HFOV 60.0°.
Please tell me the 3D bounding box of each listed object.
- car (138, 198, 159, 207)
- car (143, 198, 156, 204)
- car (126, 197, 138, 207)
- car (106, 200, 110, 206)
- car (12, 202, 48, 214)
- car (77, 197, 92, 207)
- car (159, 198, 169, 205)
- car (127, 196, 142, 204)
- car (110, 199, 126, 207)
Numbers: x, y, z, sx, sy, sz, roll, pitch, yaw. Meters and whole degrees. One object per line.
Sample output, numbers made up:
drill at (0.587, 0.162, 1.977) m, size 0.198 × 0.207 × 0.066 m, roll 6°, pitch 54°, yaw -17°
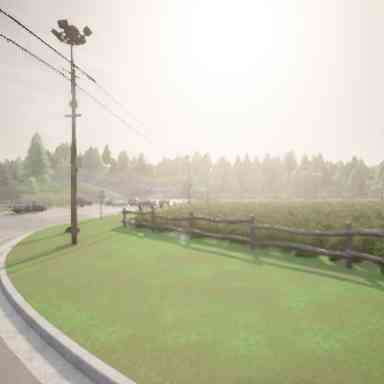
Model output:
car at (-8.084, 2.088, 62.508) m, size 1.837 × 1.490 × 4.892 m, roll 0°, pitch -1°, yaw 7°
car at (-9.926, 2.054, 77.227) m, size 1.837 × 1.490 × 4.892 m, roll 0°, pitch 0°, yaw 7°
car at (-11.126, 2.249, 67.325) m, size 1.895 × 1.301 × 4.718 m, roll 0°, pitch 0°, yaw 7°
car at (-17.376, 2.290, 73.929) m, size 2.033 × 1.411 × 5.357 m, roll 0°, pitch 0°, yaw 7°
car at (-20.994, 2.069, 43.289) m, size 2.033 × 1.411 × 5.357 m, roll 0°, pitch 0°, yaw 7°
car at (-21.790, 1.934, 65.803) m, size 2.150 × 2.045 × 5.566 m, roll 0°, pitch -1°, yaw 7°
car at (-6.458, 2.217, 76.739) m, size 2.128 × 1.511 × 4.902 m, roll 0°, pitch 0°, yaw 7°
car at (-13.405, 1.939, 77.620) m, size 2.097 × 1.767 × 4.553 m, roll 0°, pitch 0°, yaw 7°
car at (-14.593, 2.190, 67.811) m, size 1.812 × 1.442 × 4.674 m, roll 0°, pitch 0°, yaw 7°
